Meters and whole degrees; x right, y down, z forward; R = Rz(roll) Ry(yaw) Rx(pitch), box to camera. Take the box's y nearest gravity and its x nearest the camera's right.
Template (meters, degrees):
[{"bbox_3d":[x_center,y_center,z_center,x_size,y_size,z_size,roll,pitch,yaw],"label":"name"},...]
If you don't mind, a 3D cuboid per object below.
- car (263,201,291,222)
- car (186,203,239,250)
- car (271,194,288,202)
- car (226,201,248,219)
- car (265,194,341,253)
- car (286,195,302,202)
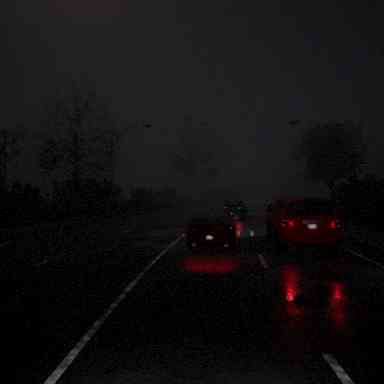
[{"bbox_3d":[7.149,1.565,27.932,2.033,1.411,5.357,0,0,15],"label":"car"},{"bbox_3d":[0.941,1.480,14.327,1.882,1.535,5.008,0,0,7],"label":"car"},{"bbox_3d":[20.017,1.291,76.164,2.097,1.767,4.553,0,0,38],"label":"car"},{"bbox_3d":[3.763,1.491,28.820,2.128,1.511,4.902,0,0,15],"label":"car"},{"bbox_3d":[4.416,1.256,13.909,2.150,2.045,5.566,0,0,7],"label":"car"},{"bbox_3d":[22.668,1.457,73.878,1.837,1.490,4.892,0,0,38],"label":"car"}]
